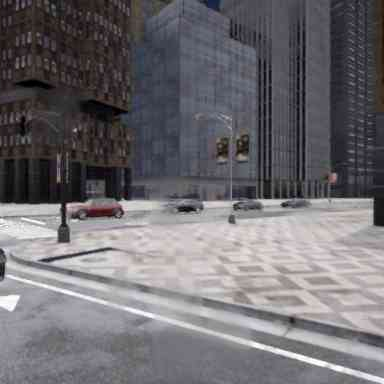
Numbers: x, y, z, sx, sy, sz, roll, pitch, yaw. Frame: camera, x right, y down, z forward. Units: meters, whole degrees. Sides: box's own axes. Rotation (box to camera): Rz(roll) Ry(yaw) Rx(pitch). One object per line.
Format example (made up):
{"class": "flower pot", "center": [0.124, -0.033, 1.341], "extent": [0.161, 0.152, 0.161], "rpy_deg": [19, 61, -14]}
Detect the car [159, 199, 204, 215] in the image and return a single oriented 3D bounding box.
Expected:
{"class": "car", "center": [-0.984, 1.450, 33.066], "extent": [4.902, 1.511, 2.128], "rpy_deg": [0, 0, -41]}

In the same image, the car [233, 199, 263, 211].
{"class": "car", "center": [6.556, 1.526, 39.478], "extent": [4.181, 1.385, 1.994], "rpy_deg": [0, 0, -40]}

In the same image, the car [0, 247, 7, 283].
{"class": "car", "center": [-6.356, 1.511, 7.976], "extent": [4.892, 1.490, 1.837], "rpy_deg": [0, 0, 34]}

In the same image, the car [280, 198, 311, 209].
{"class": "car", "center": [14.467, 1.518, 46.181], "extent": [5.357, 1.411, 2.033], "rpy_deg": [0, 0, -40]}

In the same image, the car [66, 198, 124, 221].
{"class": "car", "center": [-7.929, 1.309, 27.144], "extent": [4.553, 1.767, 2.097], "rpy_deg": [0, 0, -41]}
